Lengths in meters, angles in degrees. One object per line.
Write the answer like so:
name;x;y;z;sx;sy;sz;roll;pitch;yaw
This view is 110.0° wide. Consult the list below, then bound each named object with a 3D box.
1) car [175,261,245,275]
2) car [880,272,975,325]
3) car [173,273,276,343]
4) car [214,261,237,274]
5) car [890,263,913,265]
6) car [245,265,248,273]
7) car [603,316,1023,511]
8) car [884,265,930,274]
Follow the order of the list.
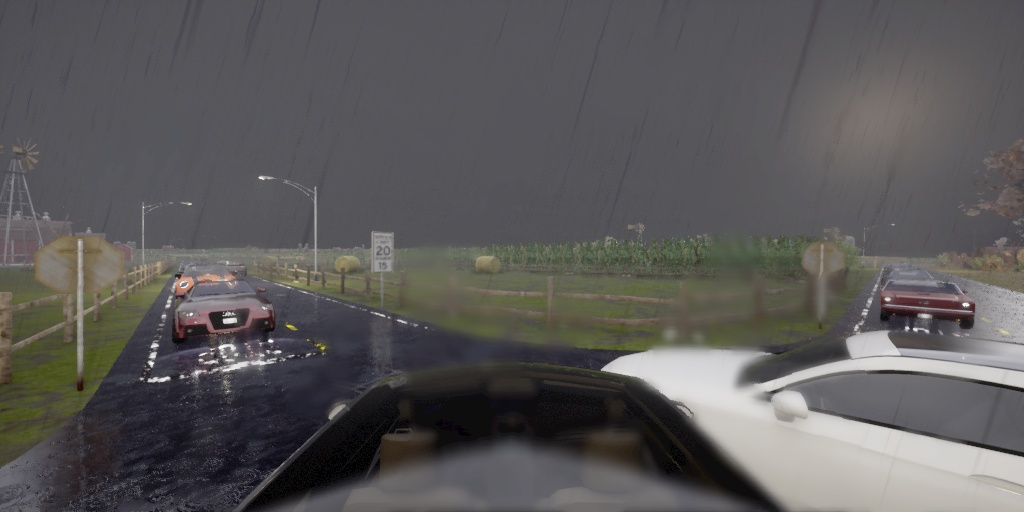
car;-13.925;1.151;16.394;2.097;1.767;4.553;0;0;-42
car;13.372;1.400;11.738;4.718;1.301;1.895;0;1;-44
car;-8.066;1.361;9.986;1.994;1.385;4.181;0;0;-43
car;-34.255;1.336;42.820;1.837;1.490;4.892;0;0;-42
car;27.037;1.406;24.735;4.181;1.385;1.994;0;1;-44
car;-27.438;1.308;35.450;2.128;1.511;4.902;0;0;-42
car;2.811;1.293;2.539;1.812;1.442;4.674;0;1;-45
car;20.364;1.366;18.393;5.357;1.411;2.033;0;1;-44
